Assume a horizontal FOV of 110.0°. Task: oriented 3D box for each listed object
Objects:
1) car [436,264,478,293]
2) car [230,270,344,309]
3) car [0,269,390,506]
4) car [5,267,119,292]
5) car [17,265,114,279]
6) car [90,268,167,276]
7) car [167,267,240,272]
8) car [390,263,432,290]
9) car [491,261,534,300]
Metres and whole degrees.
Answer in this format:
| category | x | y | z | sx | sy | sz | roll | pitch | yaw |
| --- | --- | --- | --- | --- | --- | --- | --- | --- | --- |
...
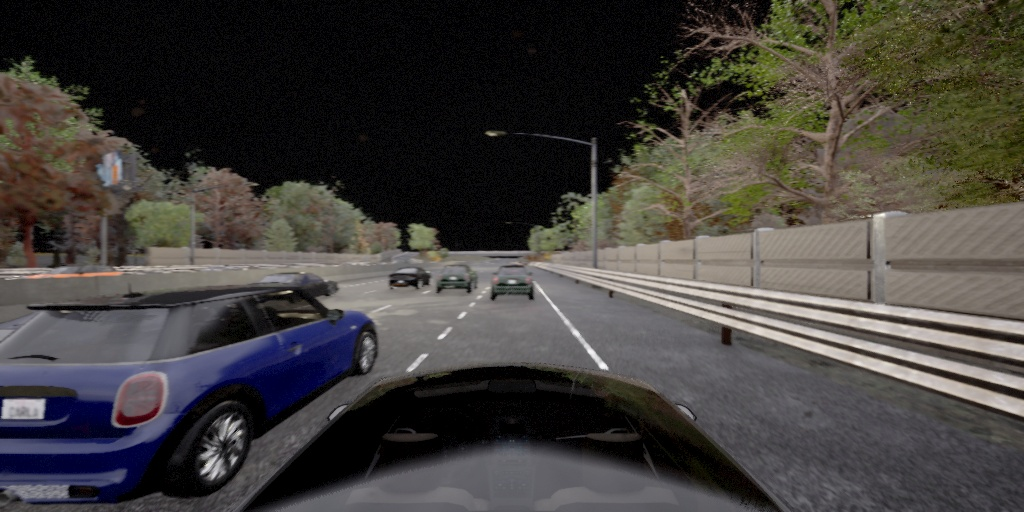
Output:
| category | x | y | z | sx | sy | sz | roll | pitch | yaw |
| --- | --- | --- | --- | --- | --- | --- | --- | --- | --- |
| car | -3.341 | 1.296 | 22.559 | 2.097 | 1.767 | 4.553 | 0 | -1 | 0 |
| car | -10.389 | 1.465 | 17.226 | 2.033 | 1.411 | 5.357 | 0 | -1 | 0 |
| car | -3.492 | 1.138 | 4.703 | 2.097 | 1.767 | 4.553 | 0 | 0 | 0 |
| car | -31.506 | 1.557 | 25.409 | 1.837 | 1.490 | 4.892 | 0 | -1 | 1 |
| car | -28.029 | 1.372 | 23.022 | 2.097 | 1.767 | 4.553 | 0 | -1 | 1 |
| car | -24.523 | 1.621 | 24.132 | 1.895 | 1.301 | 4.718 | 0 | -1 | 1 |
| car | -21.007 | 1.515 | 25.581 | 2.128 | 1.511 | 4.902 | 0 | -1 | 1 |
| car | -6.822 | 1.450 | 24.516 | 1.882 | 1.535 | 5.008 | 0 | -1 | 0 |
| car | 0.030 | 1.254 | 19.013 | 2.097 | 1.767 | 4.553 | 0 | -1 | 0 |
